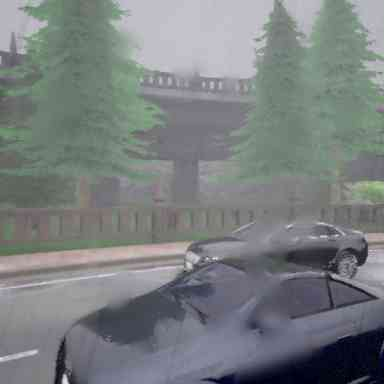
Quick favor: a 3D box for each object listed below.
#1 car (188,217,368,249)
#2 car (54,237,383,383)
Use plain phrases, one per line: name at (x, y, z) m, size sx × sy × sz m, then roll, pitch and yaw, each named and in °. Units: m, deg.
car at (2.211, 1.416, 8.482) m, size 4.902 × 1.511 × 2.128 m, roll 0°, pitch 0°, yaw -22°
car at (0.650, 1.526, 3.864) m, size 4.181 × 1.385 × 1.994 m, roll 0°, pitch 1°, yaw -28°
